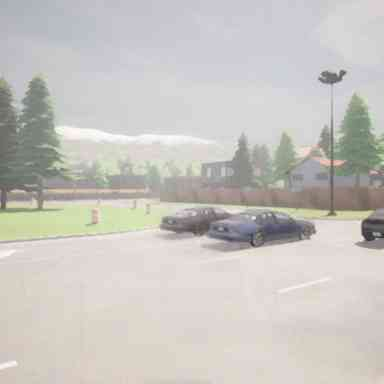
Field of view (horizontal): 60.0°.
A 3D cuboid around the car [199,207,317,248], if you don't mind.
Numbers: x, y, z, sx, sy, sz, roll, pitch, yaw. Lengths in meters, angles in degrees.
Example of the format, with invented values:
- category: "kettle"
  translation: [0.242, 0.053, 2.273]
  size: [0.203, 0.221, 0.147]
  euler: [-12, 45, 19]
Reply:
- category: "car"
  translation: [3.191, 1.497, 14.638]
  size: [5.357, 1.411, 2.033]
  euler: [0, 0, -35]

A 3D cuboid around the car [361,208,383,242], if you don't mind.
- category: "car"
  translation: [9.385, 1.432, 14.747]
  size: [4.892, 1.490, 1.837]
  euler: [0, 0, -35]

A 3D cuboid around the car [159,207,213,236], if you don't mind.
- category: "car"
  translation: [0.753, 1.497, 18.014]
  size: [5.357, 1.411, 2.033]
  euler: [0, 0, -43]
